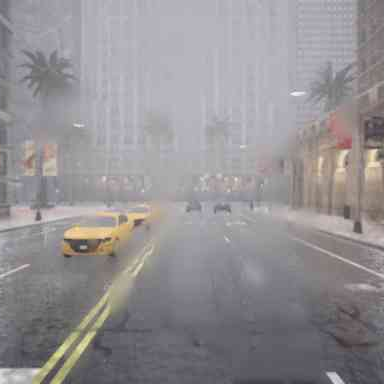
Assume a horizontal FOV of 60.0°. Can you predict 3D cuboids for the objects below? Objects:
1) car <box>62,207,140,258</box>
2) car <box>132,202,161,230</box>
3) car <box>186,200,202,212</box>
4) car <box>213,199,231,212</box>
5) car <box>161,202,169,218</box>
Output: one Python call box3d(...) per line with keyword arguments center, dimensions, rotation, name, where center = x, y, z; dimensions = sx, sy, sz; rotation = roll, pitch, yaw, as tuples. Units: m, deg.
box3d(center=(-3.592, 1.582, 13.528), dimensions=(1.882, 1.535, 5.008), rotation=(0, 0, 0), name="car")
box3d(center=(-3.519, 1.653, 22.837), dimensions=(1.882, 1.535, 5.008), rotation=(0, 0, 1), name="car")
box3d(center=(0.298, 1.825, 43.422), dimensions=(2.128, 1.511, 4.902), rotation=(0, 0, 1), name="car")
box3d(center=(3.836, 1.685, 43.282), dimensions=(2.097, 1.767, 4.553), rotation=(0, 0, 2), name="car")
box3d(center=(-3.368, 1.732, 33.061), dimensions=(1.882, 1.535, 5.008), rotation=(0, 0, 1), name="car")
